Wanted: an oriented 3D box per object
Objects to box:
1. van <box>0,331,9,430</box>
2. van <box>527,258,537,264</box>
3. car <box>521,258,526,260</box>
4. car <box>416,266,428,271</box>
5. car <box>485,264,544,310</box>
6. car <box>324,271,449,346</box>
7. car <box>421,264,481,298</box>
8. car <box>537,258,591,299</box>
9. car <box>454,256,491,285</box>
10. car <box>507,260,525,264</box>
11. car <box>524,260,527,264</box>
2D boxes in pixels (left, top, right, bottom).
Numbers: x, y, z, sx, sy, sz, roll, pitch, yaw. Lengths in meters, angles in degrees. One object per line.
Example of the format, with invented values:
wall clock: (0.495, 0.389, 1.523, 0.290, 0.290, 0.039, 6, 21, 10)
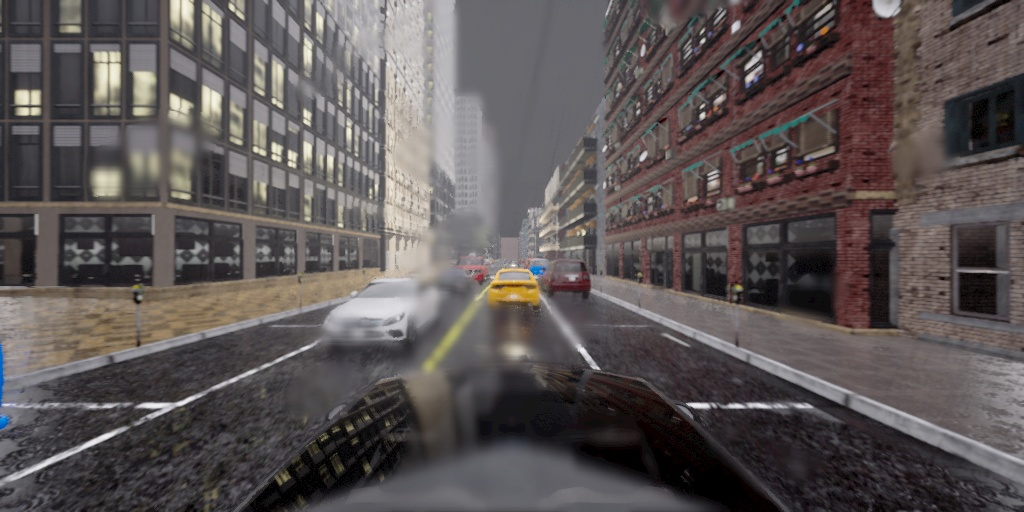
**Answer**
van: (-5.690, 1.090, 1.715, 1.690, 1.789, 3.998, 0, 0, 0)
van: (2.685, 1.182, 35.023, 1.690, 1.789, 3.998, 0, 0, 0)
car: (2.684, 1.189, 46.124, 2.192, 1.841, 5.009, 0, 0, 0)
car: (-5.694, 1.334, 23.749, 1.751, 1.417, 4.829, 0, 0, 0)
car: (0.097, 1.263, 15.030, 1.882, 1.535, 5.008, 0, 0, 0)
car: (-3.089, 1.296, 9.580, 1.812, 1.442, 4.674, 0, 0, 0)
car: (-3.075, 1.344, 19.332, 2.033, 1.411, 5.357, 0, 0, 0)
car: (2.688, 1.109, 18.370, 2.192, 1.841, 5.009, 0, 0, 0)
car: (-3.004, 1.045, 26.742, 2.150, 2.045, 5.566, 0, 0, 0)
car: (0.063, 1.418, 39.176, 1.994, 1.385, 4.181, 0, 0, 0)
car: (2.685, 1.408, 40.573, 2.007, 1.370, 4.403, 0, 0, 0)
